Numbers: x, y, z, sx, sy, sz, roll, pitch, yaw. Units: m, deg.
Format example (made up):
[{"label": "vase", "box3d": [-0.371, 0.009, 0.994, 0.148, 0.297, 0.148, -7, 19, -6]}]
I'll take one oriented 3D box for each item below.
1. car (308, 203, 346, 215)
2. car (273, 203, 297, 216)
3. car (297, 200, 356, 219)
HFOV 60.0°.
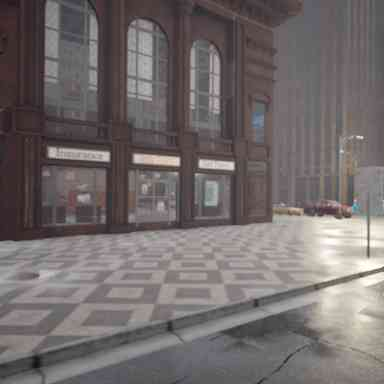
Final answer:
[{"label": "car", "box3d": [17.318, 2.134, 42.896, 1.802, 1.307, 4.206, 0, -1, -35]}, {"label": "car", "box3d": [10.461, 1.983, 37.828, 1.752, 1.417, 4.829, 0, -1, -35]}, {"label": "car", "box3d": [13.609, 1.706, 33.377, 2.192, 1.841, 5.009, 0, -1, -35]}]
